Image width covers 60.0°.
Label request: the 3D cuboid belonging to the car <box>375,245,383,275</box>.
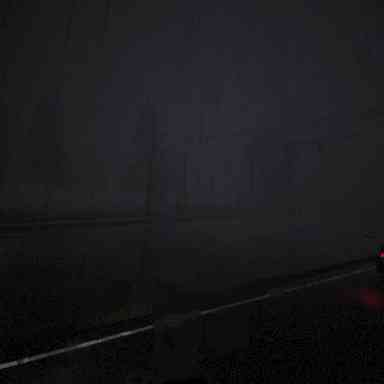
[{"bbox_3d":[6.936,1.542,8.741,5.357,1.411,2.033,0,0,-35],"label":"car"}]
